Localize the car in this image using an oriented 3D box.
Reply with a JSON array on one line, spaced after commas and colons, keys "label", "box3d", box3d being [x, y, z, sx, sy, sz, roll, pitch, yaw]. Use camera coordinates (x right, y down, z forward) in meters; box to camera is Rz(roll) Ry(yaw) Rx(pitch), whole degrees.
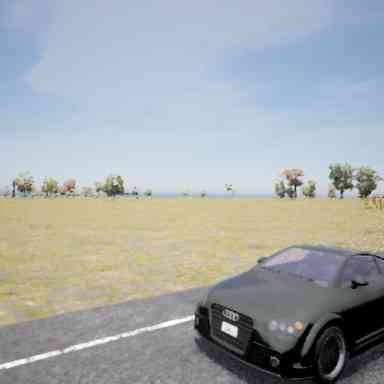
[{"label": "car", "box3d": [2.095, 1.602, 5.476, 4.181, 1.385, 1.994, 1, 0, -36]}]
